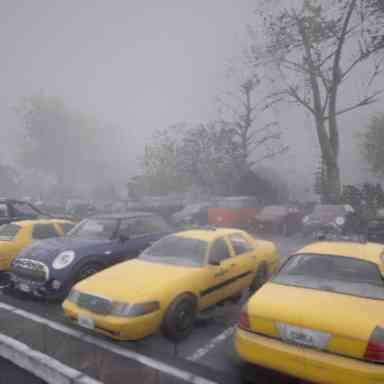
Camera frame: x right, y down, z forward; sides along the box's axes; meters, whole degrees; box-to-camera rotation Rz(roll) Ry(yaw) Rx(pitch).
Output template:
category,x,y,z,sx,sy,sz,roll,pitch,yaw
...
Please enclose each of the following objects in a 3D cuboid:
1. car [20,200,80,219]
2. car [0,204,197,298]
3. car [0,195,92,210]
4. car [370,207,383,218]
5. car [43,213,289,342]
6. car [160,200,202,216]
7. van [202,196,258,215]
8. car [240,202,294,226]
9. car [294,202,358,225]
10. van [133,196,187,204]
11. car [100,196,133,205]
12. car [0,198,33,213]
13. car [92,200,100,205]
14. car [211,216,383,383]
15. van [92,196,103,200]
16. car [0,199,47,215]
category,x,y,z,sx,sy,sz,roll,pitch,yaw
car,-13.535,1.574,31.984,2.097,1.535,5.008,1,1,35
car,-2.120,1.353,8.612,2.185,1.767,4.553,0,0,35
car,-6.743,1.260,11.864,2.435,2.045,5.566,0,0,35
car,9.557,1.447,15.717,2.097,1.535,5.008,0,0,35
car,0.066,1.460,6.808,1.946,1.575,5.366,0,0,35
car,0.431,1.511,22.158,2.231,1.521,4.892,0,0,35
van,2.803,1.268,20.621,1.878,1.987,4.442,0,0,35
car,4.945,1.479,18.977,2.097,1.535,5.008,0,0,35
car,7.268,1.337,17.373,2.185,1.767,4.553,0,0,35
van,-1.815,1.300,23.877,1.878,1.987,4.442,0,0,35
car,-4.309,1.417,25.452,2.185,1.767,4.553,0,0,35
car,-20.483,1.505,36.849,2.163,1.488,4.792,1,1,35
car,-6.478,1.588,27.056,2.163,1.488,4.792,-1,0,35
car,2.590,1.444,5.485,1.946,1.575,5.366,0,0,35
van,-8.876,1.348,28.562,1.878,1.987,4.442,0,0,35
car,-18.175,1.539,35.223,2.163,1.488,4.792,1,0,35
